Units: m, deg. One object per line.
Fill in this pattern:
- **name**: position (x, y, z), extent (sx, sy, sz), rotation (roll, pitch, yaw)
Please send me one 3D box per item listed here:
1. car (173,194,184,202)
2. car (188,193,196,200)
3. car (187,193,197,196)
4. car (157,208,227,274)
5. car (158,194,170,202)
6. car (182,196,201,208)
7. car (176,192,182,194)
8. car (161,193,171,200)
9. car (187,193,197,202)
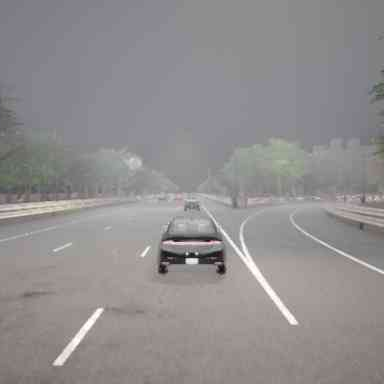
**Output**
- **car**: position (-3.498, 1.657, 80.020), extent (1.895, 1.301, 4.718), rotation (0, 0, 0)
- **car**: position (0.002, 1.167, 90.442), extent (2.150, 2.045, 5.566), rotation (0, 0, 0)
- **car**: position (0.002, 1.288, 80.437), extent (2.150, 2.045, 5.566), rotation (0, 0, 0)
- **car**: position (-0.001, 1.491, 10.598), extent (2.128, 1.511, 4.902), rotation (0, 0, 0)
- **car**: position (-6.998, 1.537, 79.574), extent (1.882, 1.535, 5.008), rotation (0, 0, 0)
- **car**: position (-0.001, 1.524, 42.106), extent (1.812, 1.442, 4.674), rotation (0, 0, 0)
- **car**: position (-3.498, 1.149, 90.027), extent (2.150, 2.045, 5.566), rotation (0, 0, 0)
- **car**: position (-6.998, 1.279, 89.966), extent (2.097, 1.767, 4.553), rotation (0, 0, 0)
- **car**: position (0.002, 1.298, 81.461), extent (2.150, 2.045, 5.566), rotation (0, 0, 0)
